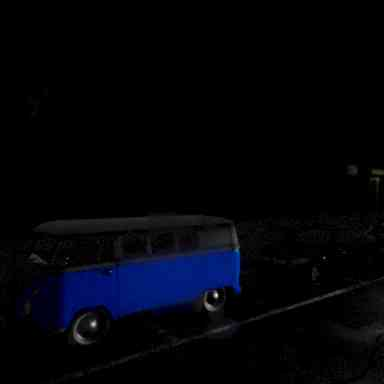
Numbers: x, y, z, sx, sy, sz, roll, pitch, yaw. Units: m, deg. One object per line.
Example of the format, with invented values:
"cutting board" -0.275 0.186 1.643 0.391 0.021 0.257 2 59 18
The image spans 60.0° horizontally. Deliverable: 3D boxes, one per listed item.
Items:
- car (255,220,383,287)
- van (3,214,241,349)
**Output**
"car" 3.604 1.568 9.209 4.206 1.307 1.802 0 0 -35
"van" -0.958 1.337 5.958 3.998 1.788 1.690 0 0 -35
